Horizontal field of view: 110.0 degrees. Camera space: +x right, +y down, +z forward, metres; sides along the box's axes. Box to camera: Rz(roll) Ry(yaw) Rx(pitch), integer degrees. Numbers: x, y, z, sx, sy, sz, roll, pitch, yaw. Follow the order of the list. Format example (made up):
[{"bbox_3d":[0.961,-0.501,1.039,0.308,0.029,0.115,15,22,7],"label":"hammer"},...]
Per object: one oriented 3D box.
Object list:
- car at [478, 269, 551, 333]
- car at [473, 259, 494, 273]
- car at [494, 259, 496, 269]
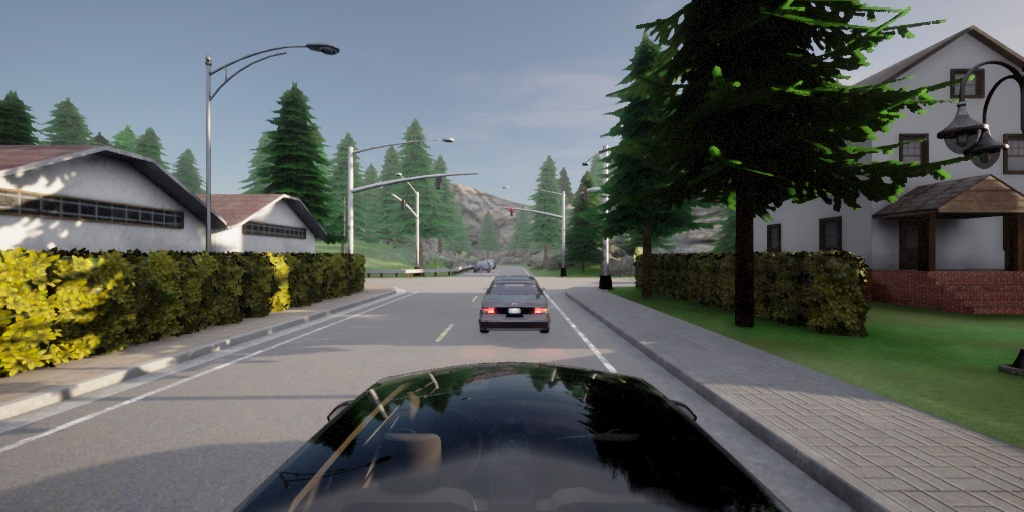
[{"bbox_3d":[0.075,1.297,10.692,2.033,1.411,5.357,0,0,0],"label":"car"},{"bbox_3d":[-3.573,1.276,43.609,1.812,1.442,4.674,0,0,0],"label":"car"},{"bbox_3d":[-3.568,1.276,53.627,1.812,1.442,4.674,0,0,0],"label":"car"}]
